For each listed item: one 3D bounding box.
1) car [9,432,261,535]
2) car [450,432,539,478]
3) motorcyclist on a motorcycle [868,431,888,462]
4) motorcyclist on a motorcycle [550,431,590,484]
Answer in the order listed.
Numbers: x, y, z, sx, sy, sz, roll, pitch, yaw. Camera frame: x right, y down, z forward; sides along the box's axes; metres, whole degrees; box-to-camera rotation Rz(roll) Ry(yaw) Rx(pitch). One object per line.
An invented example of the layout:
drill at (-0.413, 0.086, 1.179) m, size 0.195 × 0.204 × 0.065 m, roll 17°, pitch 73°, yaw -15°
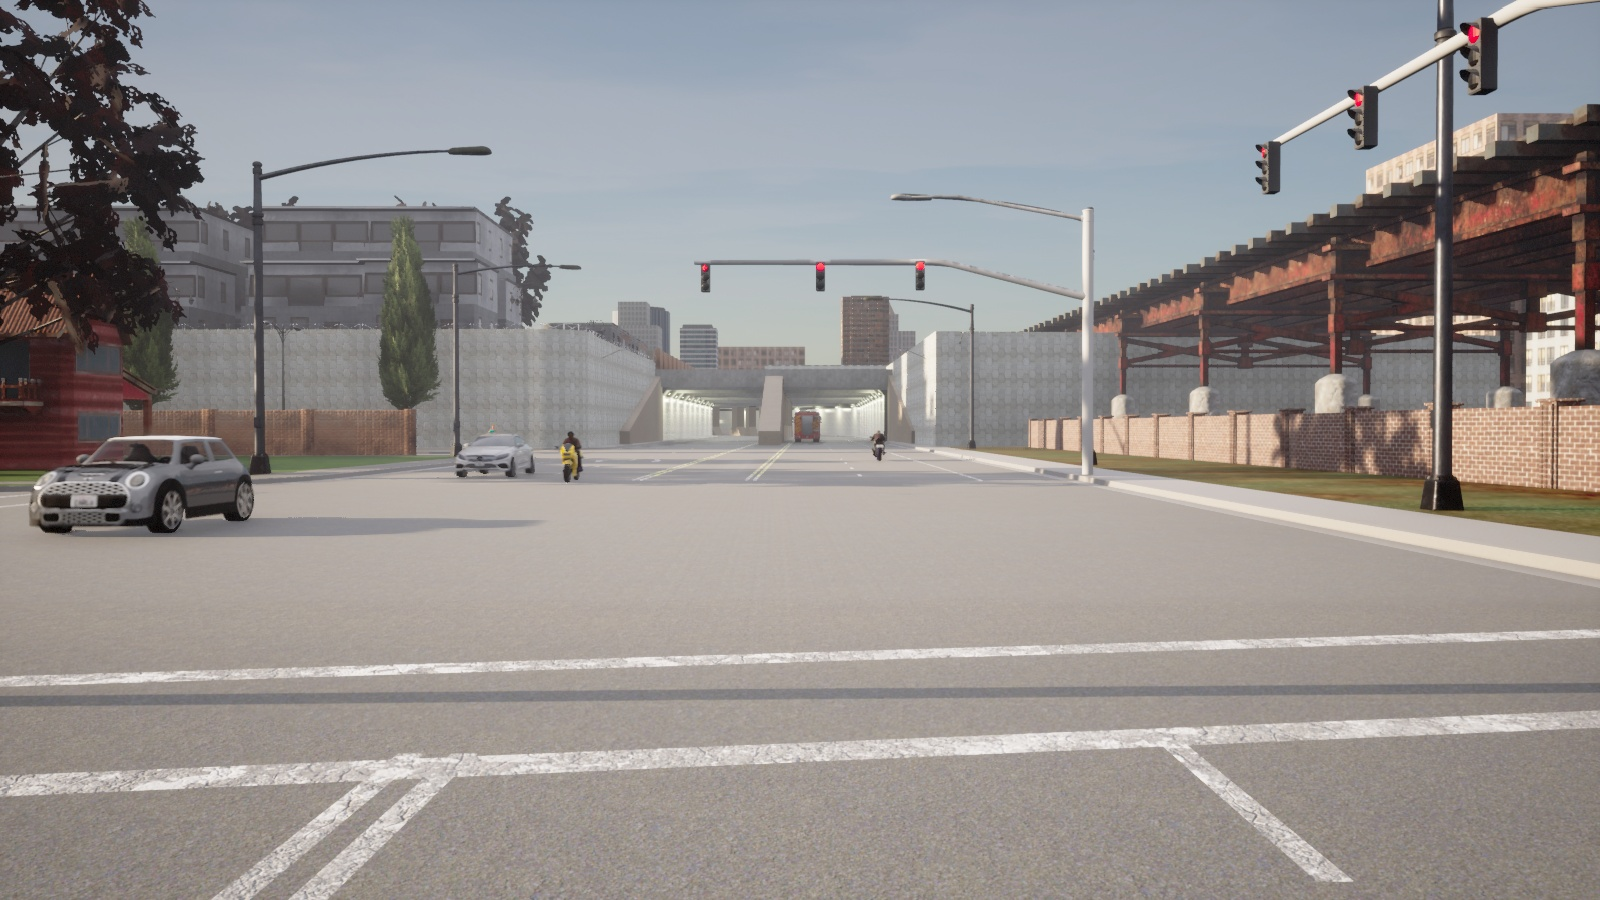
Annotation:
car at (-10.373, 0.452, 19.955) m, size 1.970 × 1.475 × 3.806 m, roll 0°, pitch 1°, yaw 0°
car at (-10.247, 0.137, 42.451) m, size 1.812 × 1.442 × 4.674 m, roll 0°, pitch 1°, yaw 0°
motorcyclist on a motorcycle at (3.863, -0.193, 61.990) m, size 0.866 × 1.530 × 2.191 m, roll 0°, pitch 1°, yaw 0°
motorcyclist on a motorcycle at (-6.776, 0.187, 37.146) m, size 0.797 × 1.523 × 2.044 m, roll 0°, pitch 1°, yaw 0°
